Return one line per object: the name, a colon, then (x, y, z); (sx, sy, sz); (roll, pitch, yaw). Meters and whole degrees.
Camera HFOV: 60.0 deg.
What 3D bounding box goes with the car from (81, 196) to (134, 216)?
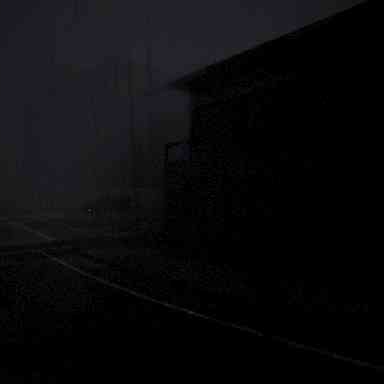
car: (-9.027, 1.427, 35.951); (5.566, 2.045, 2.150); (1, 0, -40)
